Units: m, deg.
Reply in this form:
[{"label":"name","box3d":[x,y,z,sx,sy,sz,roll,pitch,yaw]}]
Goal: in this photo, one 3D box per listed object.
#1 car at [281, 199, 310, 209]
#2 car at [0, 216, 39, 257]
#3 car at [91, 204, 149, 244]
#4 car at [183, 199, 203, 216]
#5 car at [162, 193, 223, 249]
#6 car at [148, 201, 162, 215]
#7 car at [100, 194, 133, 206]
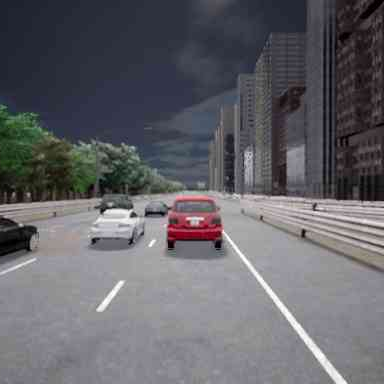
[{"label":"car","box3d":[11.385,1.547,37.885,2.128,1.511,4.902,0,0,-15]},{"label":"car","box3d":[-6.885,1.474,10.927,1.882,1.535,5.008,0,0,0]},{"label":"car","box3d":[-3.381,1.521,15.694,1.812,1.442,4.674,0,0,0]},{"label":"car","box3d":[0.108,1.475,33.072,1.882,1.535,5.008,0,0,0]},{"label":"car","box3d":[0.104,1.216,14.653,2.150,2.045,5.566,0,0,0]},{"label":"car","box3d":[-3.389,1.561,32.234,1.994,1.385,4.181,0,0,0]},{"label":"car","box3d":[-6.890,1.218,30.781,2.150,2.045,5.566,0,0,0]}]
